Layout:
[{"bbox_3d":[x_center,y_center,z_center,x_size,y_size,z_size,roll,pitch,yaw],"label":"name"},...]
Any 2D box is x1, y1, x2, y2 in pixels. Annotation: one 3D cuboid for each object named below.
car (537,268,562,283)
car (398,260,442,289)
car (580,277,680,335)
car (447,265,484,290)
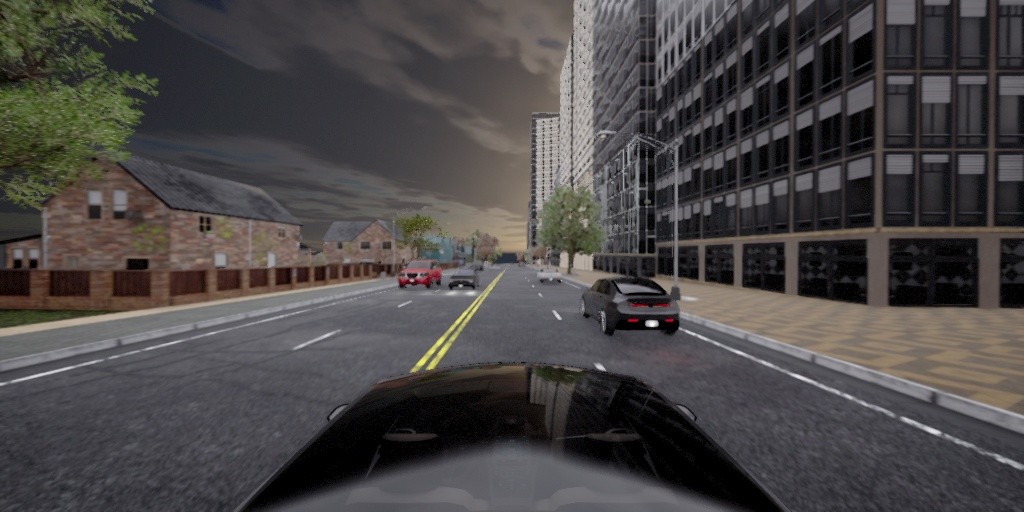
[{"bbox_3d":[3.369,1.760,33.178,1.895,1.301,4.718,0,-1,0],"label":"car"},{"bbox_3d":[-6.584,1.286,26.364,2.150,2.045,5.566,0,-1,0],"label":"car"},{"bbox_3d":[3.347,1.374,10.973,1.837,1.490,4.892,0,0,0],"label":"car"},{"bbox_3d":[-3.336,1.608,25.994,2.033,1.411,5.357,0,-1,0],"label":"car"}]
